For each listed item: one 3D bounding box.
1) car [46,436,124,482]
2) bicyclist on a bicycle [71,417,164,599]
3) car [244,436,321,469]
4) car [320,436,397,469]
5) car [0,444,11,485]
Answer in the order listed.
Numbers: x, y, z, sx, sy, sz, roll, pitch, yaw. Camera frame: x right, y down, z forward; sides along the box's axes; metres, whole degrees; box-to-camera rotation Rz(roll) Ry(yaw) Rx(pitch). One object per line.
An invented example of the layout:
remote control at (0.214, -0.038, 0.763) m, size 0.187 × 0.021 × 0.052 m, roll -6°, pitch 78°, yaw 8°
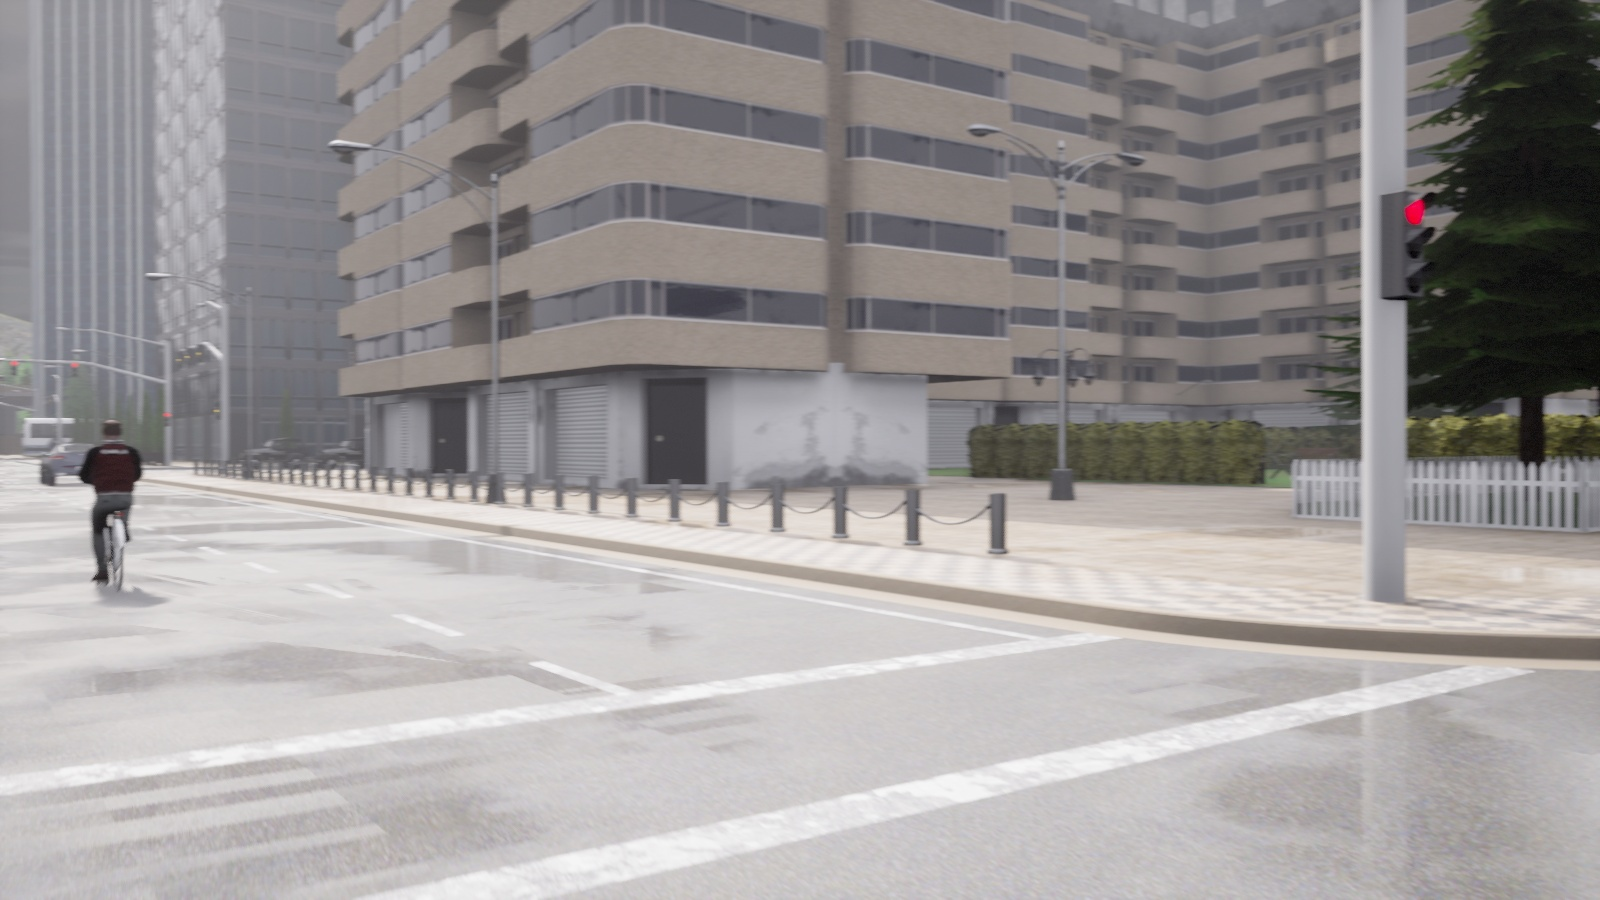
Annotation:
car at (-27.673, 0.314, 48.552) m, size 2.152 × 1.651 × 5.027 m, roll 0°, pitch 0°, yaw -35°
bicyclist on a bicycle at (-7.215, 0.559, 13.238) m, size 0.659 × 1.776 × 1.843 m, roll 0°, pitch 1°, yaw -35°
car at (-30.670, 0.134, 74.474) m, size 3.866 × 1.878 × 1.905 m, roll 0°, pitch 0°, yaw -35°
car at (-25.860, 0.128, 73.546) m, size 3.866 × 1.878 × 1.905 m, roll 0°, pitch 0°, yaw -35°
car at (-30.212, 0.521, 46.078) m, size 1.970 × 1.475 × 3.806 m, roll 0°, pitch 0°, yaw -35°
